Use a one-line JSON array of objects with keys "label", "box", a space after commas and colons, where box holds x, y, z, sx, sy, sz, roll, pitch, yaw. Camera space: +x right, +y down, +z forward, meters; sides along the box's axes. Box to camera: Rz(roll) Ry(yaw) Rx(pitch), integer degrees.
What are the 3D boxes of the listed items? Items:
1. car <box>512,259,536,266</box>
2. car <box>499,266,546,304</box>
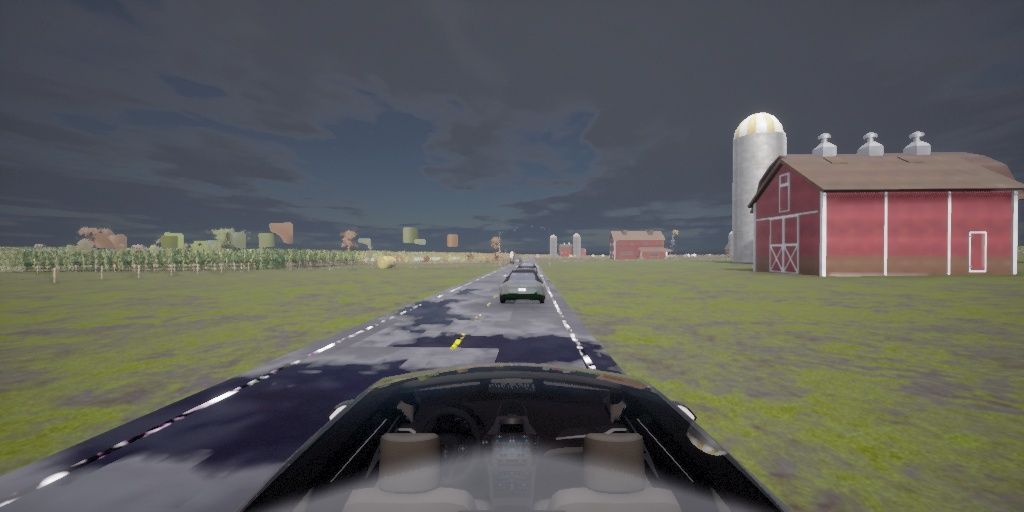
[{"label": "car", "box": [1.330, 1.233, 31.379, 2.128, 1.511, 4.902, 0, 0, 3]}, {"label": "car", "box": [0.515, 1.318, 16.402, 1.994, 1.385, 4.181, 0, 0, 3]}]
